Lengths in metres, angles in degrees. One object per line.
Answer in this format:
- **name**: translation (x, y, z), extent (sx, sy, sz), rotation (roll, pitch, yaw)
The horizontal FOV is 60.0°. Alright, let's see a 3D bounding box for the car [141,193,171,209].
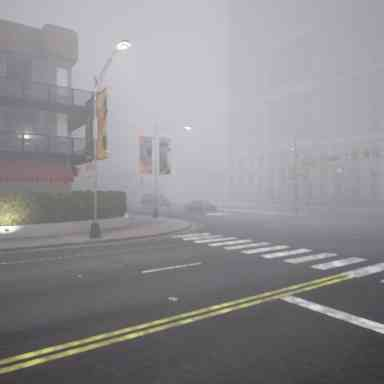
- **car**: translation (-5.023, 1.214, 45.441), extent (2.150, 2.045, 5.566), rotation (0, 0, -35)

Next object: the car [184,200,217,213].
- **car**: translation (0.906, 1.556, 36.800), extent (1.994, 1.385, 4.181), rotation (0, 0, -35)
